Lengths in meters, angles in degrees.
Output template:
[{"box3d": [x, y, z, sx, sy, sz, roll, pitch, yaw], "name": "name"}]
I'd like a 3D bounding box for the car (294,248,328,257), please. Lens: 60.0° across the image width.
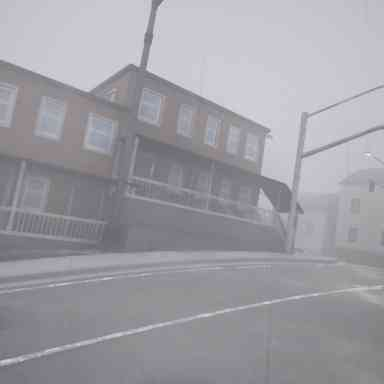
[{"box3d": [9.701, 5.692, 29.280, 1.812, 1.442, 4.674, 14, -16, -34], "name": "car"}]
